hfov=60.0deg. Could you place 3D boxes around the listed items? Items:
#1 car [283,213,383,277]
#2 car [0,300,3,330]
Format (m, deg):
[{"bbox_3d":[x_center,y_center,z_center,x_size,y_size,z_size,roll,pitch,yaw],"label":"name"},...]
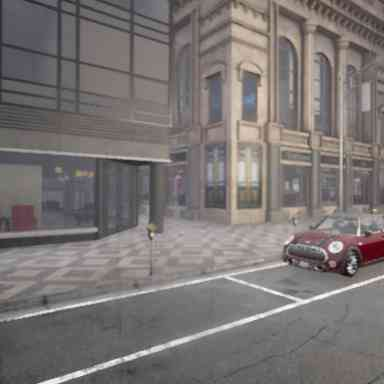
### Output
[{"bbox_3d":[4.616,1.396,10.045,4.097,1.590,1.967,0,1,-35],"label":"car"},{"bbox_3d":[-4.544,1.559,3.516,4.403,1.369,2.008,0,1,-35],"label":"car"}]
